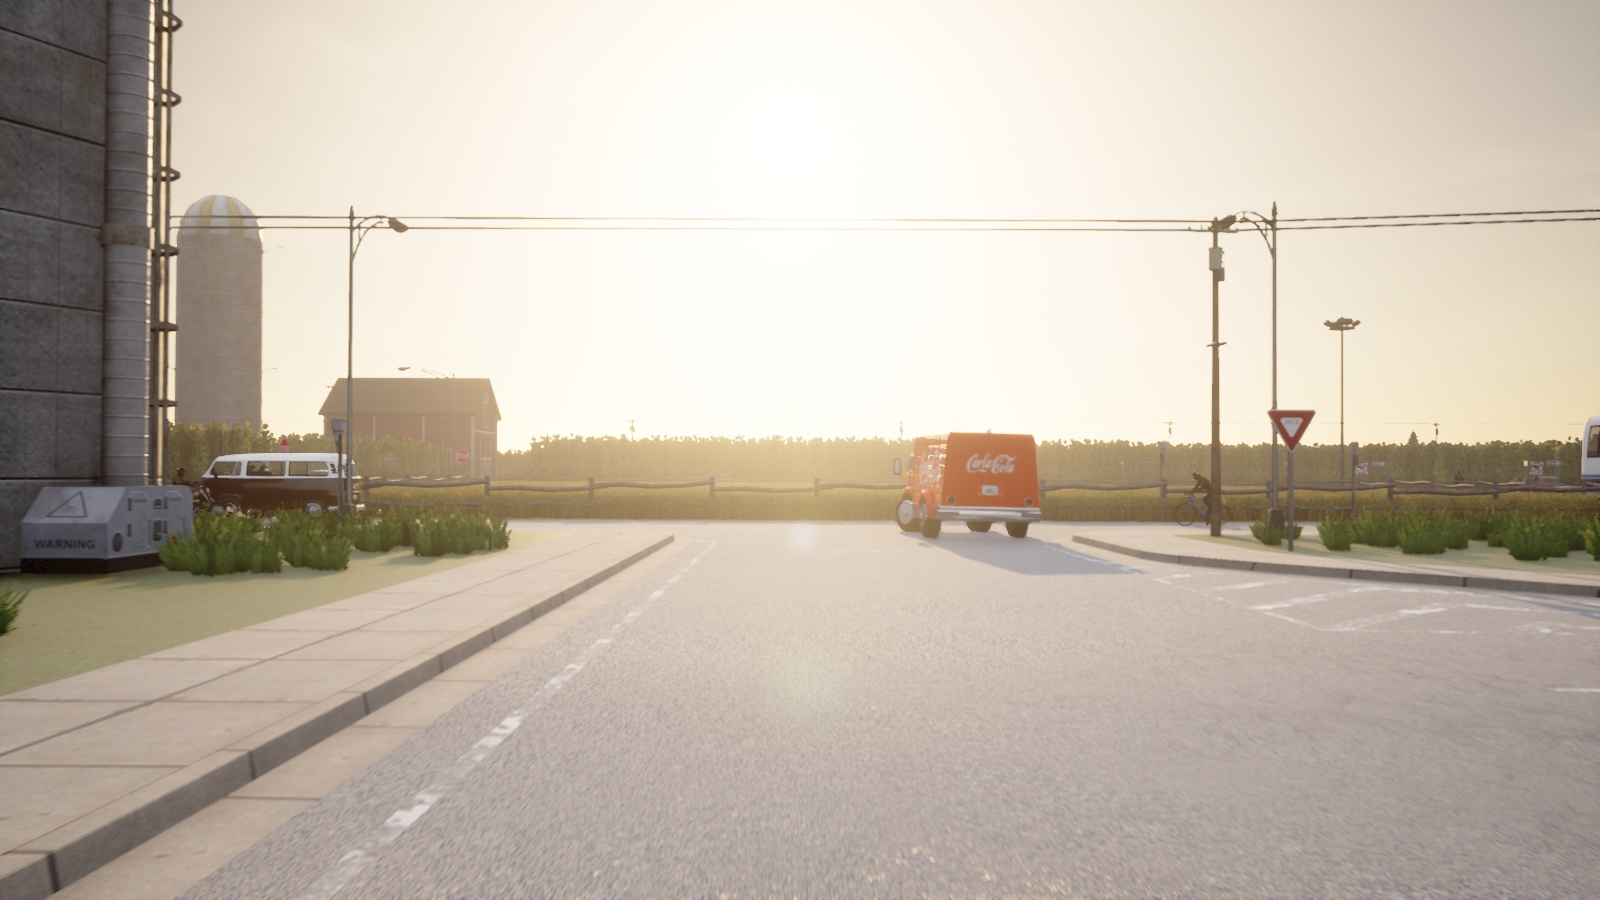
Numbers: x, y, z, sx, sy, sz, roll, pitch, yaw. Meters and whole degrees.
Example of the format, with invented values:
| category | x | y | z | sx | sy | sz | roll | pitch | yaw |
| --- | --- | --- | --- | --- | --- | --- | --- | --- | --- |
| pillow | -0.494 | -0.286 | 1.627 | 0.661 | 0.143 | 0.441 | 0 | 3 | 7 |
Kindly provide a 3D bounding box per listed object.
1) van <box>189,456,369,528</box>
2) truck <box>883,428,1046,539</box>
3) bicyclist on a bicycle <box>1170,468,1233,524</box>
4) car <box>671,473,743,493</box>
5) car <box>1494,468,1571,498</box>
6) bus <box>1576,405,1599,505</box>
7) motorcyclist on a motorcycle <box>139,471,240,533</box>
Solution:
| category | x | y | z | sx | sy | sz | roll | pitch | yaw |
| --- | --- | --- | --- | --- | --- | --- | --- | --- | --- |
| van | -15.406 | 1.227 | 37.296 | 4.480 | 2.038 | 2.069 | 0 | -1 | 1 |
| truck | 3.926 | 0.828 | 31.112 | 2.627 | 2.467 | 5.204 | 1 | -2 | -9 |
| bicyclist on a bicycle | 11.803 | 1.339 | 36.962 | 1.656 | 1.620 | 0.582 | 0 | -1 | 1 |
| car | -6.369 | 2.263 | 86.317 | 4.718 | 1.301 | 1.895 | 0 | -1 | 1 |
| car | 38.991 | 1.758 | 66.930 | 1.789 | 1.549 | 3.705 | 0 | -1 | -3 |
| bus | 36.235 | 0.130 | 50.010 | 3.944 | 4.253 | 10.273 | 0 | -1 | -2 |
| motorcyclist on a motorcycle | -16.430 | 1.397 | 33.840 | 2.350 | 1.649 | 0.766 | 0 | -1 | 2 |
